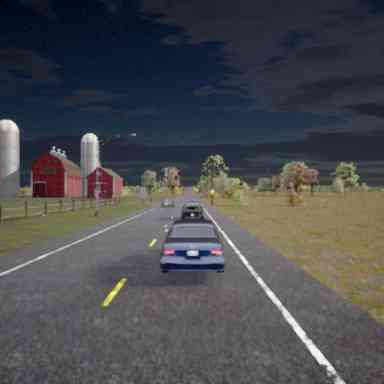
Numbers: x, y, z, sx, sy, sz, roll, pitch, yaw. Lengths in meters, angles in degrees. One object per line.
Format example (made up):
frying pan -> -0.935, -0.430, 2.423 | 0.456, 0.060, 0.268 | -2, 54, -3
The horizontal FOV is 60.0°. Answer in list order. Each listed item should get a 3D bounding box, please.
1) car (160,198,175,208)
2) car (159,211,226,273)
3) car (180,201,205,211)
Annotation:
car -> -3.614, 1.608, 49.770 | 2.128, 1.511, 4.902 | 0, 0, 0
car -> 0.038, 1.578, 10.801 | 2.033, 1.411, 5.357 | 0, 0, 0
car -> 0.045, 1.582, 29.576 | 1.837, 1.490, 4.892 | 0, 0, 0
